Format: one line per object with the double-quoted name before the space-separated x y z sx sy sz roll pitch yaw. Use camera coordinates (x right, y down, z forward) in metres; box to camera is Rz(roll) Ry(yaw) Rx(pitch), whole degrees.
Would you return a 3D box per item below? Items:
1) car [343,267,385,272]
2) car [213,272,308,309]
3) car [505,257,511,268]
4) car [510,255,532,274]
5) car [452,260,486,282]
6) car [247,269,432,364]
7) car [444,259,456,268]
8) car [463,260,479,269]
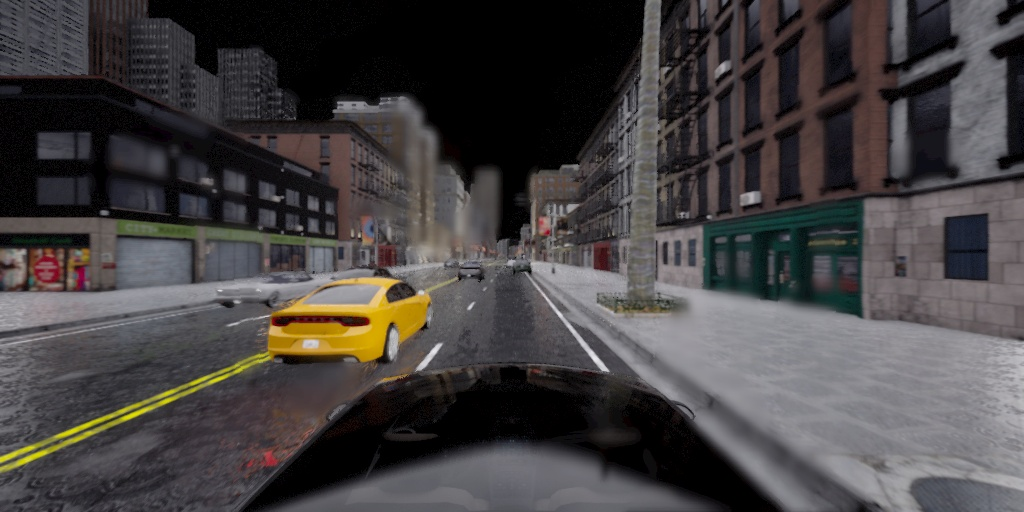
"car" -6.602 1.251 15.902 1.837 1.490 4.892 0 0 0
"car" -9.853 1.347 15.109 1.895 1.301 4.718 0 0 0
"car" -0.011 1.252 60.019 1.812 1.442 4.674 0 0 0
"car" 1.129 1.090 40.646 2.097 1.767 4.553 0 0 0
"car" -3.156 1.235 28.627 2.128 1.511 4.902 0 0 0
"car" -3.152 1.226 8.095 1.882 1.535 5.008 0 0 0
"car" -9.805 1.218 58.110 2.128 1.511 4.902 0 0 1
"car" -6.555 1.291 58.026 1.994 1.385 4.181 0 0 1
